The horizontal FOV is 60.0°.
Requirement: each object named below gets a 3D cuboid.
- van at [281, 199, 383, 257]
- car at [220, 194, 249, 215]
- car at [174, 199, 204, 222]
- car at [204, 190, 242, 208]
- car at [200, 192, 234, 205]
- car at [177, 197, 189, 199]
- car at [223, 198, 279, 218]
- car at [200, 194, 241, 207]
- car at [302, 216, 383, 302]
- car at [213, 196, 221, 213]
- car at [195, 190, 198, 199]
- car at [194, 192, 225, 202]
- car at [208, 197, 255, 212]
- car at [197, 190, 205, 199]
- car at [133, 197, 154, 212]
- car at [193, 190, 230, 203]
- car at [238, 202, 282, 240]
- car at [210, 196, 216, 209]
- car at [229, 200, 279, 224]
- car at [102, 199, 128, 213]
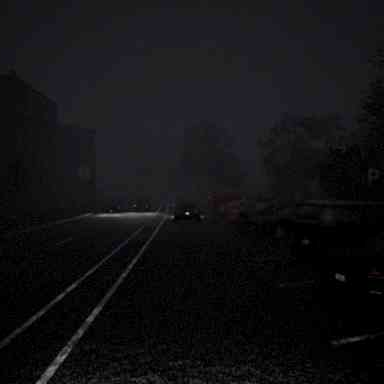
[{"bbox_3d":[5.349,1.221,10.520,4.442,1.987,1.878,1,0,-21],"label":"van"},{"bbox_3d":[4.897,1.275,25.330,4.553,1.767,2.185,1,0,-22],"label":"car"},{"bbox_3d":[-0.394,1.480,25.511,1.994,1.385,4.181,0,0,-2],"label":"car"},{"bbox_3d":[4.532,1.097,34.248,5.566,2.045,2.435,0,0,-23],"label":"car"},{"bbox_3d":[3.687,0.940,49.090,4.553,1.767,2.185,0,2,-24],"label":"car"},{"bbox_3d":[-1.175,1.340,42.209,1.895,1.301,4.718,0,1,-3],"label":"car"},{"bbox_3d":[5.136,1.408,22.425,5.366,1.575,1.946,1,0,-22],"label":"car"},{"bbox_3d":[4.018,1.139,46.201,5.366,1.575,1.946,0,1,-24],"label":"car"},{"bbox_3d":[5.285,1.456,7.499,5.008,1.535,2.097,1,0,-21],"label":"car"},{"bbox_3d":[4.753,1.390,28.294,5.008,1.535,2.097,1,0,-22],"label":"car"},{"bbox_3d":[3.430,0.731,52.020,5.566,2.045,2.435,0,2,-24],"label":"car"},{"bbox_3d":[3.003,0.815,57.972,4.892,1.521,2.231,0,1,-25],"label":"car"},{"bbox_3d":[4.384,1.342,37.222,4.792,1.488,2.163,0,1,-23],"label":"car"},{"bbox_3d":[4.011,0.958,43.125,5.566,2.045,2.435,0,2,-24],"label":"car"},{"bbox_3d":[-5.199,1.350,36.177,1.837,1.490,4.892,0,1,-3],"label":"car"},{"bbox_3d":[3.263,0.647,55.017,5.566,2.045,2.435,0,1,-24],"label":"car"},{"bbox_3d":[5.133,1.427,16.410,5.008,1.535,2.097,1,0,-22],"label":"car"},{"bbox_3d":[4.645,1.376,31.261,4.892,1.521,2.231,1,1,-23],"label":"car"},{"bbox_3d":[5.043,1.418,19.386,5.008,1.535,2.097,1,0,-22],"label":"car"},{"bbox_3d":[-7.925,1.411,34.725,2.033,1.411,5.357,0,1,-3],"label":"car"}]
